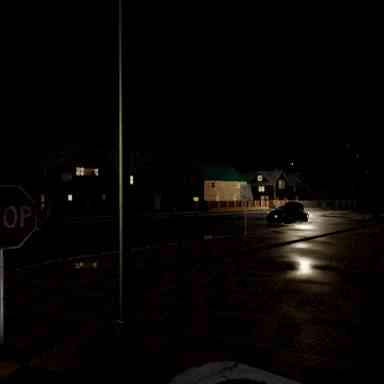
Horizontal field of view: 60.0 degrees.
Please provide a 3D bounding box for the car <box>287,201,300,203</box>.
[{"bbox_3d":[14.631,2.164,48.640,1.837,1.490,4.892,-1,-1,43],"label":"car"}]

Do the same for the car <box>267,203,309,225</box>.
[{"bbox_3d":[7.839,1.869,27.101,1.994,1.385,4.181,-1,-1,43],"label":"car"}]
